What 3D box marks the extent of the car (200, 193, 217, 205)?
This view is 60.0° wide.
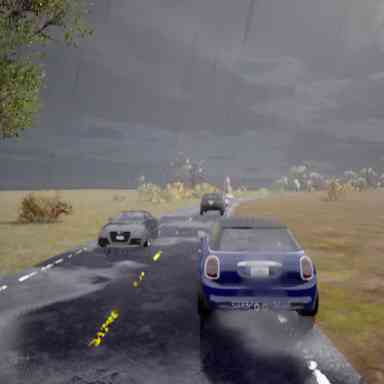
[{"bbox_3d":[2.843,1.140,56.174,2.097,1.767,4.553,0,0,12],"label":"car"}]

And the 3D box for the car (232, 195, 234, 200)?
[{"bbox_3d":[9.004,1.199,80.614,1.812,1.442,4.674,0,0,16],"label":"car"}]

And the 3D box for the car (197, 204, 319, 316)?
[{"bbox_3d":[1.191,1.326,7.623,2.097,1.767,4.553,0,0,2],"label":"car"}]

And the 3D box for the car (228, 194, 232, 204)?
[{"bbox_3d":[4.093,1.354,46.185,1.812,1.442,4.674,0,0,11],"label":"car"}]

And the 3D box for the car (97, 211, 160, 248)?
[{"bbox_3d":[-2.594,1.515,14.462,1.994,1.385,4.181,0,0,3],"label":"car"}]

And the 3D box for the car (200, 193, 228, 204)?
[{"bbox_3d":[2.091,1.107,32.275,2.150,2.045,5.566,0,0,8],"label":"car"}]
